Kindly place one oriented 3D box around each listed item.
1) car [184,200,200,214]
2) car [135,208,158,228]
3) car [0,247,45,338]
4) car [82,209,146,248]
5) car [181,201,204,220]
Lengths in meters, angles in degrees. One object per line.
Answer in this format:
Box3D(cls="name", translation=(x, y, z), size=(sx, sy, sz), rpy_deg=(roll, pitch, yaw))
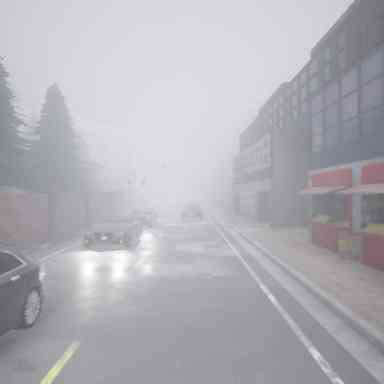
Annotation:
Box3D(cls="car", translation=(0.007, 1.868, 42.445), size=(1.882, 1.535, 5.008), rpy_deg=(0, 0, 0))
Box3D(cls="car", translation=(-3.590, 1.825, 24.083), size=(1.895, 1.301, 4.718), rpy_deg=(0, -1, 0))
Box3D(cls="car", translation=(-3.602, 1.547, 4.244), size=(1.837, 1.490, 4.892), rpy_deg=(0, -1, 0))
Box3D(cls="car", translation=(-3.558, 1.710, 15.480), size=(1.994, 1.385, 4.181), rpy_deg=(0, -1, 0))
Box3D(cls="car", translation=(0.038, 1.778, 31.119), size=(2.128, 1.511, 4.902), rpy_deg=(0, -1, 0))
